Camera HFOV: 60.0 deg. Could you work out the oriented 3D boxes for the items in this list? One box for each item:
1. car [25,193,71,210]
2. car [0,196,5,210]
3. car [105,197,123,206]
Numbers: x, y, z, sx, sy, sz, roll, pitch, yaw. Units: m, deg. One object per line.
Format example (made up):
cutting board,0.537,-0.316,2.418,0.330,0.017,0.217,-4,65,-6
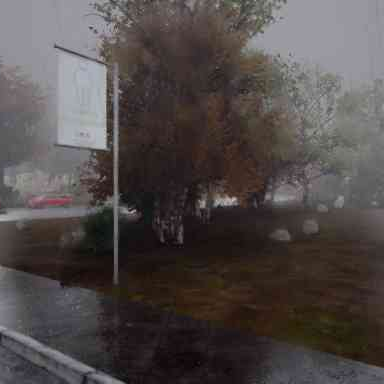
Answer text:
car,-18.292,1.211,42.636,2.150,2.045,5.566,0,0,38
car,-21.653,1.220,32.825,2.150,2.045,5.566,0,0,39
car,-10.577,1.455,46.791,2.128,1.511,4.902,0,0,38
